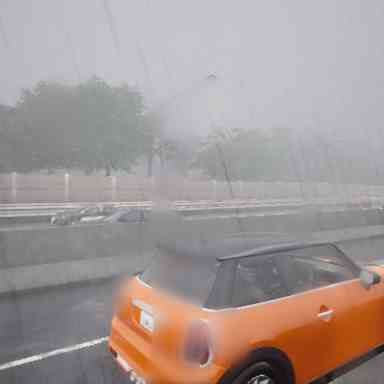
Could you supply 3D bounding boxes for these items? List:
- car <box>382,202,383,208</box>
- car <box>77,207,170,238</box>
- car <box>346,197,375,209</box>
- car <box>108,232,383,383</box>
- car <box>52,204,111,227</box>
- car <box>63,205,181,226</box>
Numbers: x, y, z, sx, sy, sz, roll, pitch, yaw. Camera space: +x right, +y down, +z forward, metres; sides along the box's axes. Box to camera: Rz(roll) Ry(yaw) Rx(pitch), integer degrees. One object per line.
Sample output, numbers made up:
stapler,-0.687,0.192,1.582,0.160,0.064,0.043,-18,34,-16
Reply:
car,27.393,1.518,44.661,4.892,1.490,1.837,0,0,-35
car,-3.738,1.600,18.505,4.718,1.301,1.895,0,0,-35
car,22.729,1.487,44.819,5.008,1.535,1.882,0,0,-38
car,1.276,1.352,4.647,4.553,1.767,2.097,0,0,-35
car,-6.226,1.491,21.030,4.902,1.511,2.128,0,0,-35
car,-2.812,1.477,14.869,5.008,1.535,1.882,0,0,-35
